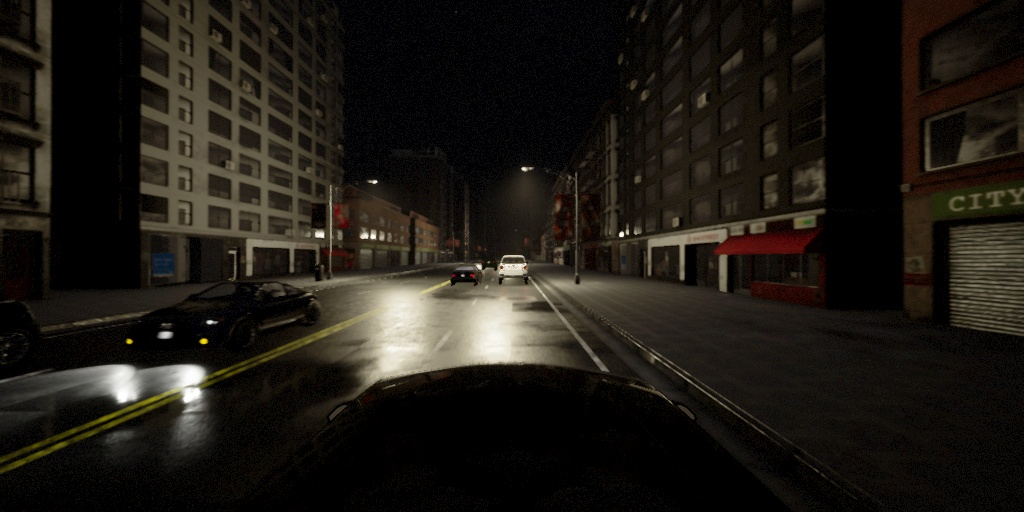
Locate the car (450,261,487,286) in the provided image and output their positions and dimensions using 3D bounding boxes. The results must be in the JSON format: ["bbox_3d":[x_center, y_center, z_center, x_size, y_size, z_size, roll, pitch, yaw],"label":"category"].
[{"bbox_3d":[-3.150,1.304,25.510,2.033,1.411,5.357,0,0,0],"label":"car"}]

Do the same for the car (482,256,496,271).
[{"bbox_3d":[-3.155,0.984,50.960,2.150,2.045,5.566,0,0,0],"label":"car"}]

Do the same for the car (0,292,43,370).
[{"bbox_3d":[-9.849,1.102,4.675,2.097,1.767,4.553,0,0,0],"label":"car"}]

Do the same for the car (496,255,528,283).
[{"bbox_3d":[0.098,0.979,27.784,2.150,2.045,5.566,0,0,0],"label":"car"}]

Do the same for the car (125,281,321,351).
[{"bbox_3d":[-6.596,1.315,8.815,1.994,1.385,4.181,0,0,0],"label":"car"}]
